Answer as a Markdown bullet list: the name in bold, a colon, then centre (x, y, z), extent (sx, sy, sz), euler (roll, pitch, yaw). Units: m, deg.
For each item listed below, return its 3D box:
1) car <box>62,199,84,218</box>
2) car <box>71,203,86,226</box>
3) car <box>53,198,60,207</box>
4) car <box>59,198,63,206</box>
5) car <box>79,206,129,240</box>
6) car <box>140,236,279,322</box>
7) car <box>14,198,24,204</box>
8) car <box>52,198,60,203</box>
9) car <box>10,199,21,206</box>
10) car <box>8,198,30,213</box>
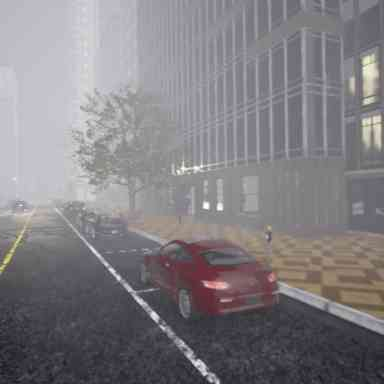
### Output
- **car**: centre (-11.525, 1.663, 33.150), extent (1.967, 1.590, 4.097), euler (-1, 0, -24)
- **car**: centre (-6.864, 1.696, 22.762), extent (2.008, 1.369, 4.403), euler (-1, 0, -24)
- **car**: centre (-23.170, 1.952, 59.119), extent (1.887, 1.381, 4.507), euler (-1, 0, -24)
- **car**: centre (-13.854, 1.701, 38.343), extent (1.967, 1.590, 4.097), euler (-1, 0, -24)
- **car**: centre (-4.535, 1.654, 17.568), extent (2.008, 1.369, 4.403), euler (-1, 0, -24)
- **car**: centre (0.124, 1.596, 7.180), extent (1.802, 1.307, 4.206), euler (-1, 0, -24)
- **car**: centre (-42.467, 2.221, 81.665), extent (1.887, 1.381, 4.507), euler (-1, 0, -24)
- **car**: centre (-34.817, 2.133, 85.087), extent (1.947, 1.339, 4.313), euler (-1, 0, -24)
- **car**: centre (-37.807, 2.196, 71.277), extent (1.802, 1.307, 4.206), euler (-1, 0, -24)
- **car**: centre (-22.309, 1.892, 43.288), extent (1.837, 1.490, 4.892), euler (-1, 0, -24)
